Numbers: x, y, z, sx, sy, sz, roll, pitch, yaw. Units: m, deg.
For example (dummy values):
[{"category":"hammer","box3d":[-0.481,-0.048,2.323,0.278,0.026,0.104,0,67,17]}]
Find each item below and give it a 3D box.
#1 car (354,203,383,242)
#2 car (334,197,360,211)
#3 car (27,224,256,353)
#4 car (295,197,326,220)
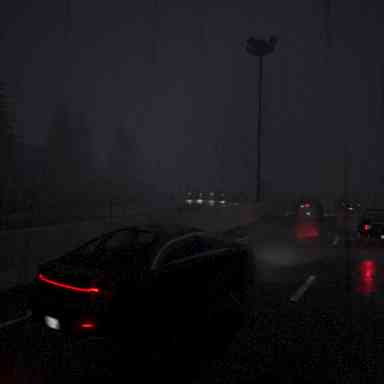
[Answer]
[{"category":"car","box3d":[8.354,1.404,14.705,1.895,1.301,4.718,1,1,26]},{"category":"car","box3d":[14.733,1.142,31.624,1.895,1.301,4.718,1,1,16]},{"category":"car","box3d":[-0.393,1.350,6.086,2.128,1.511,4.902,2,1,32]},{"category":"car","box3d":[8.549,1.114,24.108,1.837,1.490,4.892,2,1,21]}]
